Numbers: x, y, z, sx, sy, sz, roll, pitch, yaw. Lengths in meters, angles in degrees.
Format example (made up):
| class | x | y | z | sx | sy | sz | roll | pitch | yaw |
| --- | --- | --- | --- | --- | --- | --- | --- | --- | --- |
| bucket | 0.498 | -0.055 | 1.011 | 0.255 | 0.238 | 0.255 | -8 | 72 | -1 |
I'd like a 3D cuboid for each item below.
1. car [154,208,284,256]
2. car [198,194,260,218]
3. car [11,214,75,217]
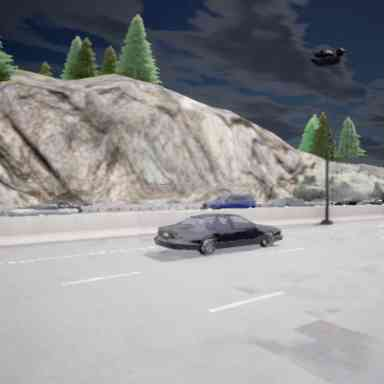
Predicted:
| class | x | y | z | sx | sy | sz | roll | pitch | yaw |
| --- | --- | --- | --- | --- | --- | --- | --- | --- | --- |
| car | 1.183 | 1.544 | 13.099 | 5.357 | 1.411 | 2.033 | 0 | 0 | -34 |
| car | 3.524 | 1.211 | 31.168 | 5.566 | 2.045 | 2.150 | 0 | 0 | -30 |
| car | -11.470 | 1.586 | 25.800 | 4.718 | 1.301 | 1.895 | 0 | 0 | -34 |
